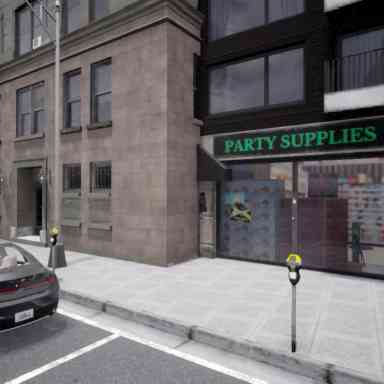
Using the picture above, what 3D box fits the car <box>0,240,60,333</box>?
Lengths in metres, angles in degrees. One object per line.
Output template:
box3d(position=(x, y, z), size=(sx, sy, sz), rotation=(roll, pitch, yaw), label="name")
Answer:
box3d(position=(-4.200, 1.551, 6.080), size=(4.403, 1.369, 2.008), rotation=(0, 0, 36), label="car")
